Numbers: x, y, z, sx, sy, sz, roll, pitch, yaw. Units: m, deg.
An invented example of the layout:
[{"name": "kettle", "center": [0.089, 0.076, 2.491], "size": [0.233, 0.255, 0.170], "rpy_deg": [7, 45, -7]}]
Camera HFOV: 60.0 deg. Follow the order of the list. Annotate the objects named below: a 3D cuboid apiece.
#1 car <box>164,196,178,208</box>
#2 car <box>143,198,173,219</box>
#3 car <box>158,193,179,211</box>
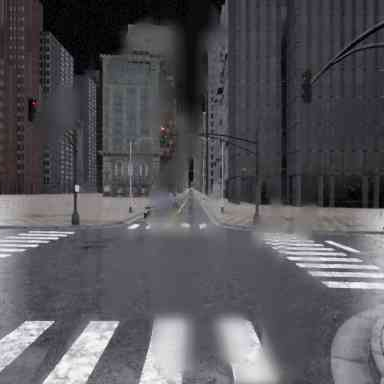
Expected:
[{"name": "car", "center": [-3.117, 1.478, 50.493], "size": [1.882, 1.535, 5.008], "rpy_deg": [0, 0, 0]}, {"name": "car", "center": [-3.117, 1.547, 29.795], "size": [2.033, 1.411, 5.357], "rpy_deg": [0, 0, 0]}, {"name": "car", "center": [-3.121, 1.222, 40.046], "size": [2.150, 2.045, 5.566], "rpy_deg": [0, 0, 0]}]
